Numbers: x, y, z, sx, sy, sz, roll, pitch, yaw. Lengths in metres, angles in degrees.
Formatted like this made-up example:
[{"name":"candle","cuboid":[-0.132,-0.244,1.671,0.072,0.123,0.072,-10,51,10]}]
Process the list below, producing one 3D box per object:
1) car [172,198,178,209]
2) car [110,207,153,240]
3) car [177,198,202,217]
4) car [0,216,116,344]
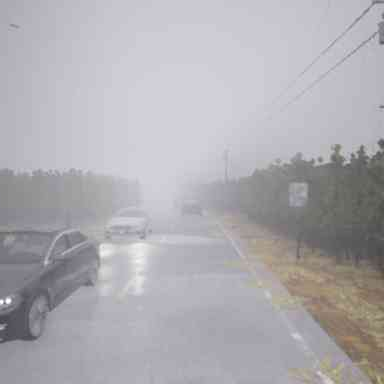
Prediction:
[{"name":"car","cuboid":[-1.625,1.496,45.473,2.128,1.511,4.902,0,0,-8]},{"name":"car","cuboid":[-3.116,1.525,17.223,1.812,1.442,4.674,0,0,0]},{"name":"car","cuboid":[-0.137,1.482,31.584,1.882,1.535,5.008,0,0,-4]},{"name":"car","cuboid":[-3.236,1.490,6.607,2.128,1.511,4.902,0,0,1]}]
